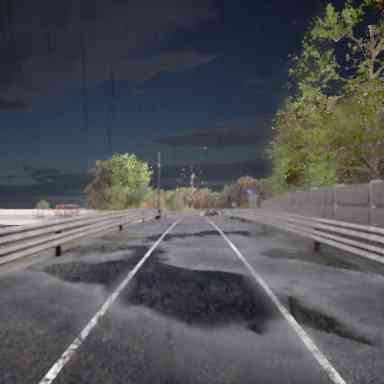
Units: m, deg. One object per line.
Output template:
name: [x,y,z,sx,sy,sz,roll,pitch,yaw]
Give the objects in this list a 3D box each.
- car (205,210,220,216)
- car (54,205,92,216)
car: [4.694,4.852,76.465,1.812,1.442,4.674,-2,-4,31]
car: [-17.926,2.954,50.469,5.566,2.045,2.150,3,-4,-41]
